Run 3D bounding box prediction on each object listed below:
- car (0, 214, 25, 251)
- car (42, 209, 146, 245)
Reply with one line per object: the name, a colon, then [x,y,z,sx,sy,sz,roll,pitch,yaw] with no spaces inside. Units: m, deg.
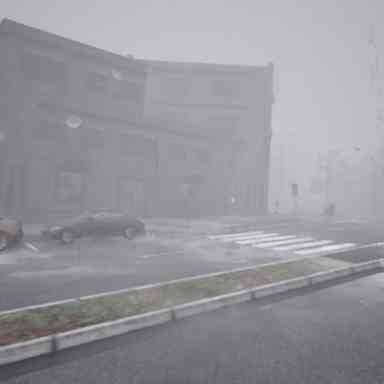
car: [-8.898,1.491,12.345,4.792,1.488,2.163,0,0,-36]
car: [-4.442,1.517,15.562,4.674,1.452,2.002,0,-2,-36]
